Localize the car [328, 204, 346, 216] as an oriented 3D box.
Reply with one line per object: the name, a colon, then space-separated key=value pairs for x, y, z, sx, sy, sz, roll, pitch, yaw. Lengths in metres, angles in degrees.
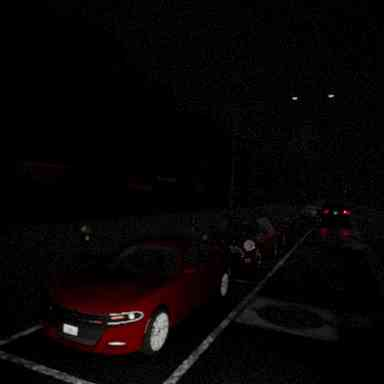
car: x=20.866 y=2.507 z=47.781 sx=2.128 sy=1.511 sz=4.902 roll=3 pitch=0 yaw=24

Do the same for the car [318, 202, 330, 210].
car: x=28.218 y=2.951 z=71.093 sx=2.008 sy=1.369 sz=4.403 roll=3 pitch=0 yaw=24

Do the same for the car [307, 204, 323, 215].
car: x=17.139 y=2.405 z=46.124 sx=1.802 sy=1.307 sz=4.206 roll=3 pitch=0 yaw=24

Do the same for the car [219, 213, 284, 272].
car: x=1.636 y=1.506 z=11.171 sx=1.967 sy=1.590 sz=4.097 roll=3 pitch=0 yaw=24

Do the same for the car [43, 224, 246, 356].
car: x=-0.583 y=1.505 z=6.177 sx=1.887 sy=1.381 sz=4.507 roll=3 pitch=0 yaw=24

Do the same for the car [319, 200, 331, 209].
car: x=30.445 y=2.834 z=76.086 sx=2.192 sy=1.841 sz=5.009 roll=3 pitch=0 yaw=24

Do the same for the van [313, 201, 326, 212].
van: x=21.582 y=2.395 z=56.112 sx=1.690 sy=1.788 sz=3.998 roll=3 pitch=0 yaw=24

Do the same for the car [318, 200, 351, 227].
car: x=12.565 y=1.817 z=29.035 sx=2.150 sy=2.045 sz=5.566 roll=3 pitch=0 yaw=24

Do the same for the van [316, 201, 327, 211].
van: x=23.798 y=2.510 z=61.106 sx=1.690 sy=1.788 sz=3.998 roll=3 pitch=0 yaw=24

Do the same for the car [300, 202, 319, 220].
car: x=12.643 y=2.119 z=35.983 sx=1.752 sy=1.417 sz=4.829 roll=3 pitch=0 yaw=24

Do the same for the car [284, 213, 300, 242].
car: x=3.847 y=1.717 z=16.165 sx=1.887 sy=1.381 sz=4.507 roll=3 pitch=0 yaw=24
